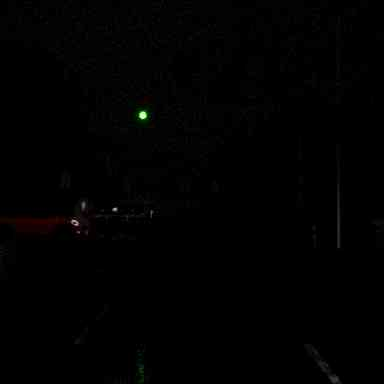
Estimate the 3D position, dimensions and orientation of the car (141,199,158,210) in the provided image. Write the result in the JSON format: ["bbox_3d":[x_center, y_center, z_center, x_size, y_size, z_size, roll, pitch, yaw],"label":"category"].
[{"bbox_3d":[-7.132,2.263,54.808,1.895,1.301,4.718,0,-1,0],"label":"car"}]

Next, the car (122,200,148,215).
[{"bbox_3d":[-7.104,2.083,41.858,1.994,1.385,4.181,0,-1,0],"label":"car"}]

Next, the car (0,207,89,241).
[{"bbox_3d":[-7.873,1.568,17.598,4.553,1.767,2.097,0,-1,-3],"label":"car"}]

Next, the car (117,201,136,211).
[{"bbox_3d":[-10.626,2.201,53.967,2.033,1.411,5.357,0,-1,0],"label":"car"}]

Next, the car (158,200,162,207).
[{"bbox_3d":[-7.403,2.323,70.264,2.033,1.411,5.357,0,0,-2],"label":"car"}]

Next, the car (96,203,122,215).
[{"bbox_3d":[-10.597,2.080,41.631,1.994,1.385,4.181,0,-1,1],"label":"car"}]
